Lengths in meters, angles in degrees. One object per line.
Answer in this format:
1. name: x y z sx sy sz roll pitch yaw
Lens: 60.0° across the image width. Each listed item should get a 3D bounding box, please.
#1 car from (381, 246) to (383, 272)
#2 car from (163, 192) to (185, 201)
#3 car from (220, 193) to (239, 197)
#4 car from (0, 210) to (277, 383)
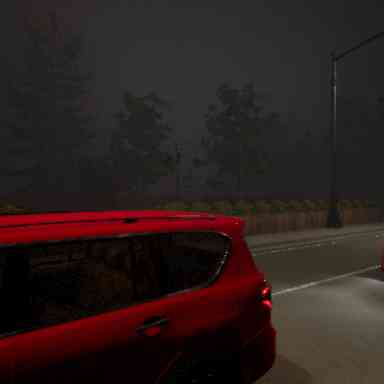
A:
1. car: 7.151 1.359 9.067 4.553 1.767 2.097 0 0 -35
2. car: -3.638 1.054 64.138 2.150 2.045 5.566 0 0 -36
3. car: 6.313 1.245 50.299 2.150 2.045 5.566 0 0 -36
4. car: -1.721 1.224 2.738 5.566 2.045 2.150 0 0 -35
